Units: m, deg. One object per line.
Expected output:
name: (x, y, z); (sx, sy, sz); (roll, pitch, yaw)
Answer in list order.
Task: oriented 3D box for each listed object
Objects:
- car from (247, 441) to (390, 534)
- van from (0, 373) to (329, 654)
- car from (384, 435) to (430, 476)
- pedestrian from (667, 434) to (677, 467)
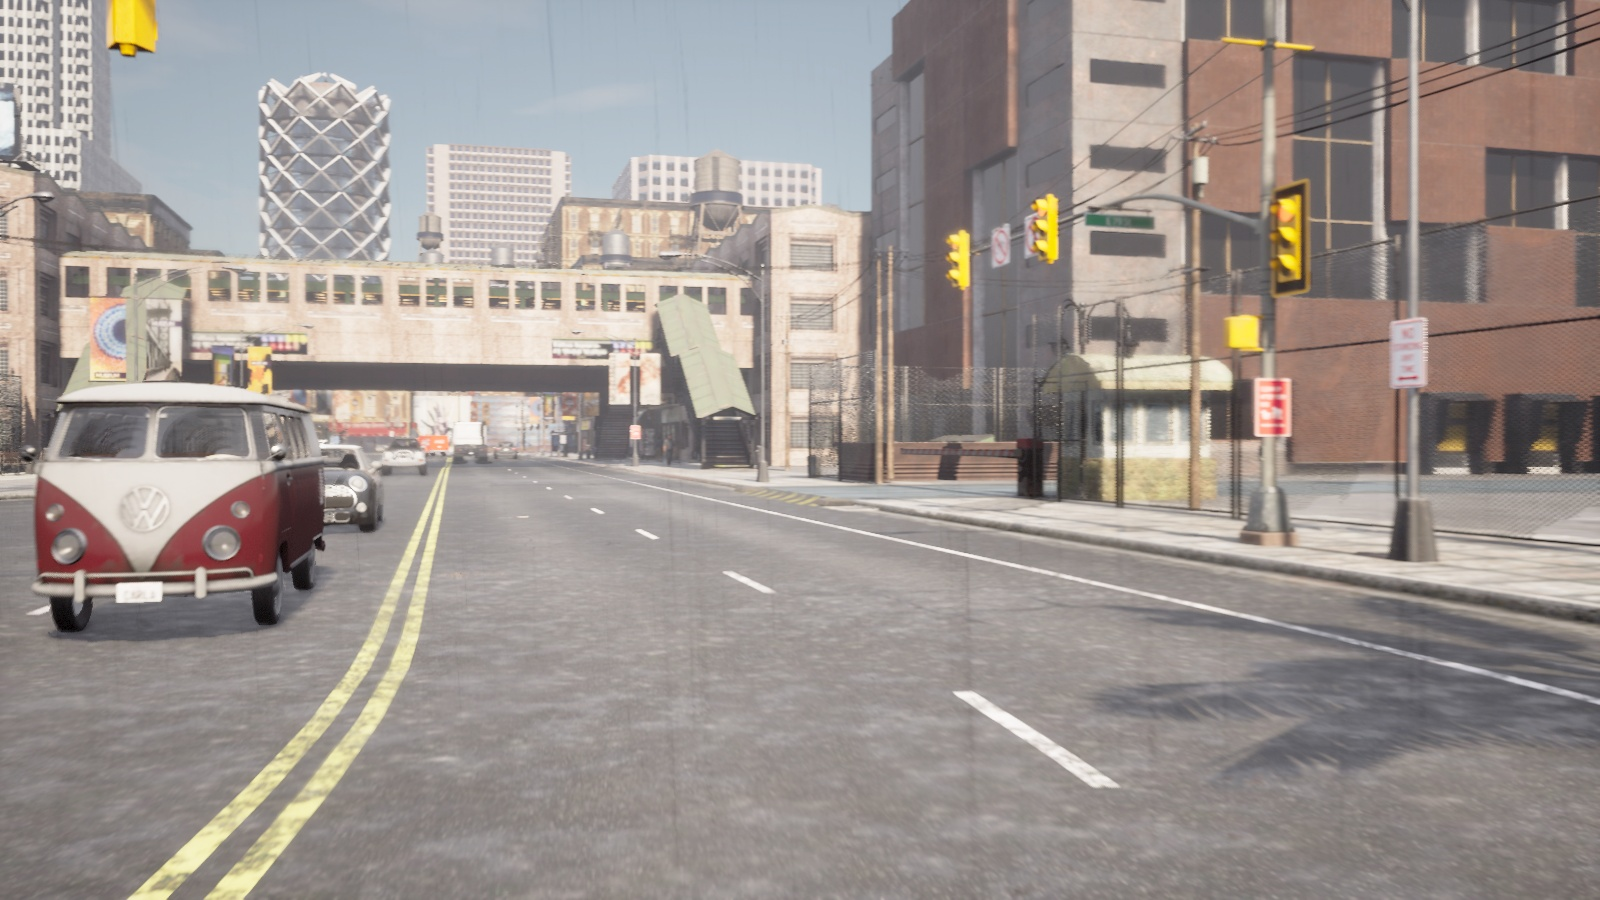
car: (-8.341, 0.590, 22.071); (1.970, 1.475, 3.806); (0, 0, -15)
van: (-5.386, 0.438, 11.253); (1.775, 1.987, 4.442); (0, 0, -15)
car: (-18.616, 0.233, 59.608); (1.932, 1.855, 4.605); (0, 0, -15)
pedestrian: (-7.112, 0.012, 69.725); (0.540, 1.848, 0.694); (0, 0, -10)
